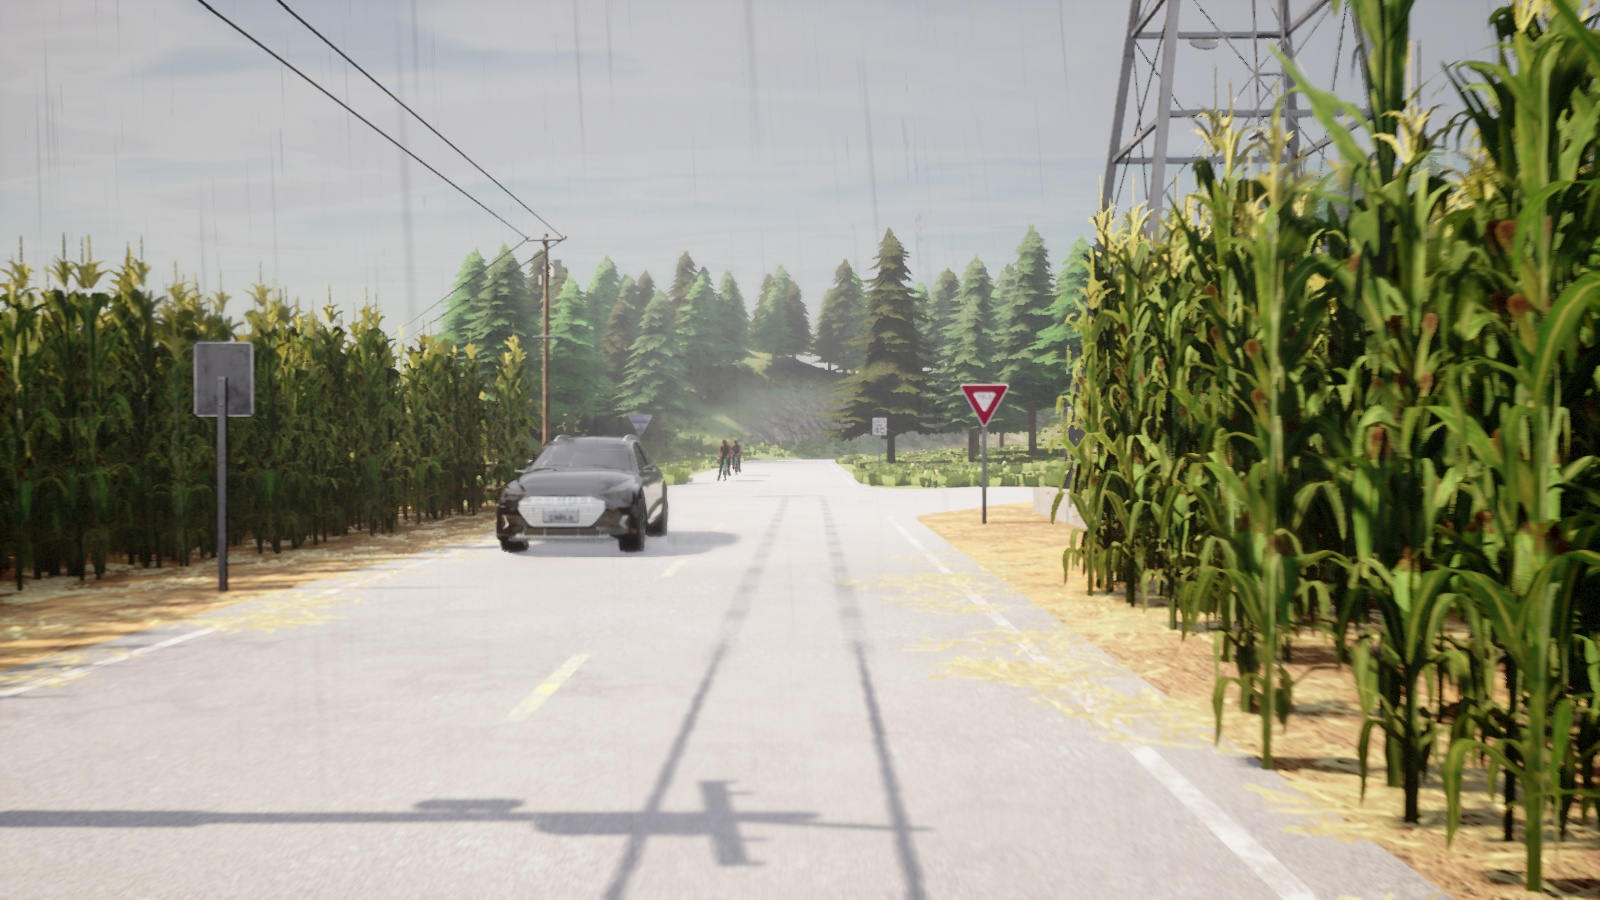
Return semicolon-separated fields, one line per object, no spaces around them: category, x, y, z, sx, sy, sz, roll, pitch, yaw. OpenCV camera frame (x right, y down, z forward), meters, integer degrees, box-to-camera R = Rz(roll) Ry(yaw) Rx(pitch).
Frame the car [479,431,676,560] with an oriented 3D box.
car;-3.089;0.570;18.487;2.033;1.649;4.856;0;0;0
